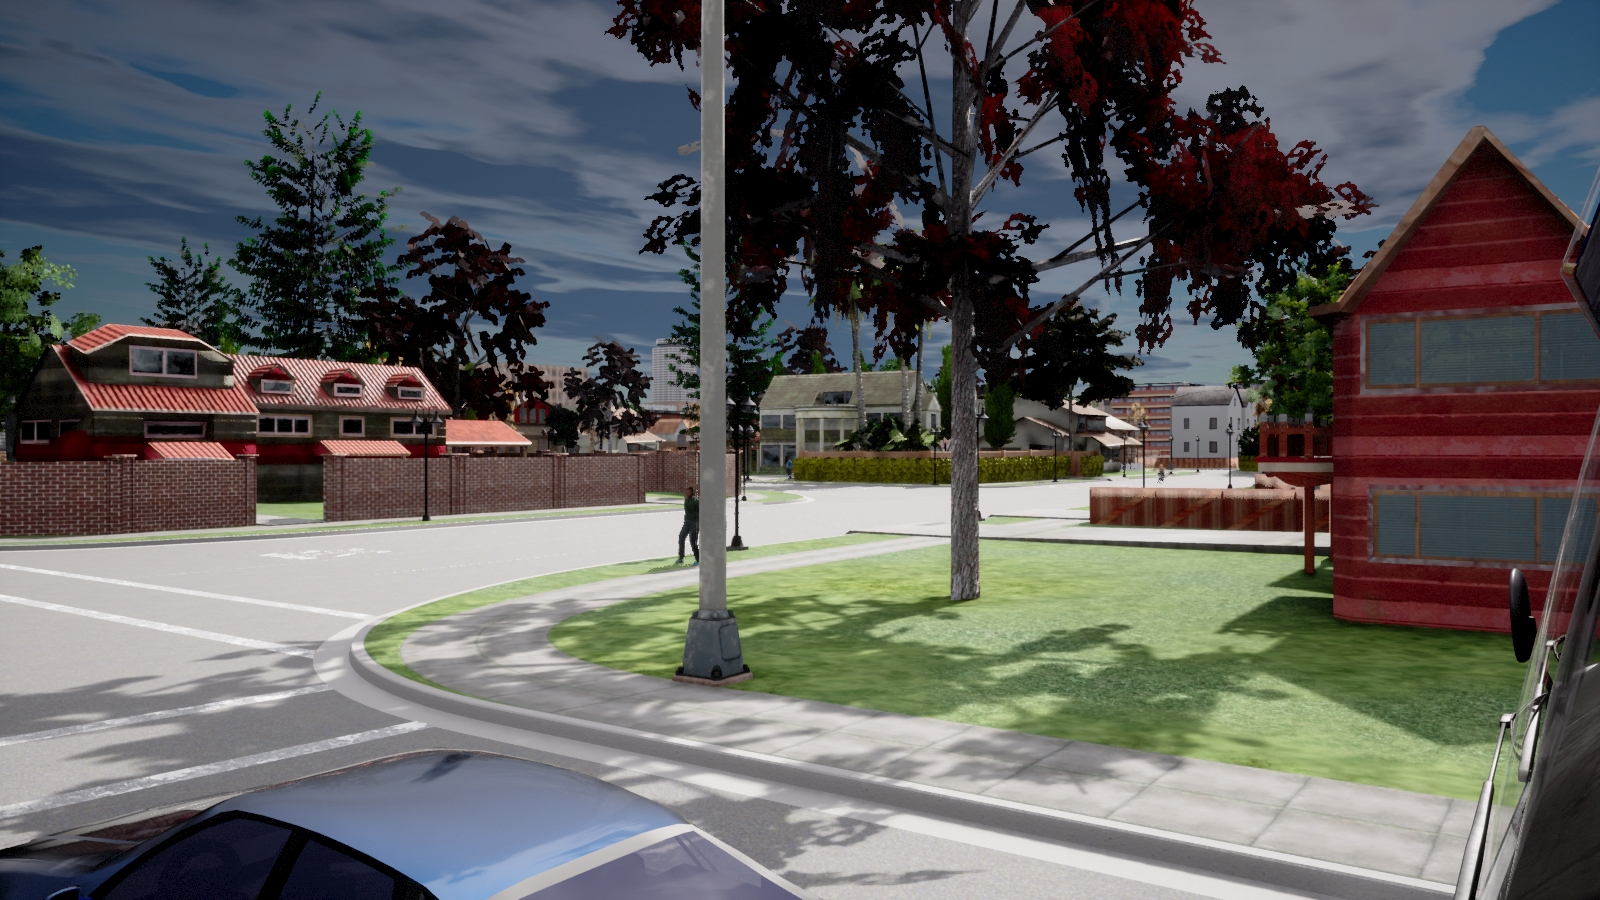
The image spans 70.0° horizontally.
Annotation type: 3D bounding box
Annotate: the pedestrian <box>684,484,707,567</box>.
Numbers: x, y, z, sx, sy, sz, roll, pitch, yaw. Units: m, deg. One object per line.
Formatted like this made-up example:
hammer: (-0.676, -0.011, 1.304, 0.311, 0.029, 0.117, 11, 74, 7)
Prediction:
pedestrian: (-2.365, 1.704, 25.881, 0.375, 1.860, 0.375, 0, 0, 35)

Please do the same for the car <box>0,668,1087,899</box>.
car: (-1.713, 2.106, 4.943, 5.357, 1.411, 2.033, 0, 0, 36)
